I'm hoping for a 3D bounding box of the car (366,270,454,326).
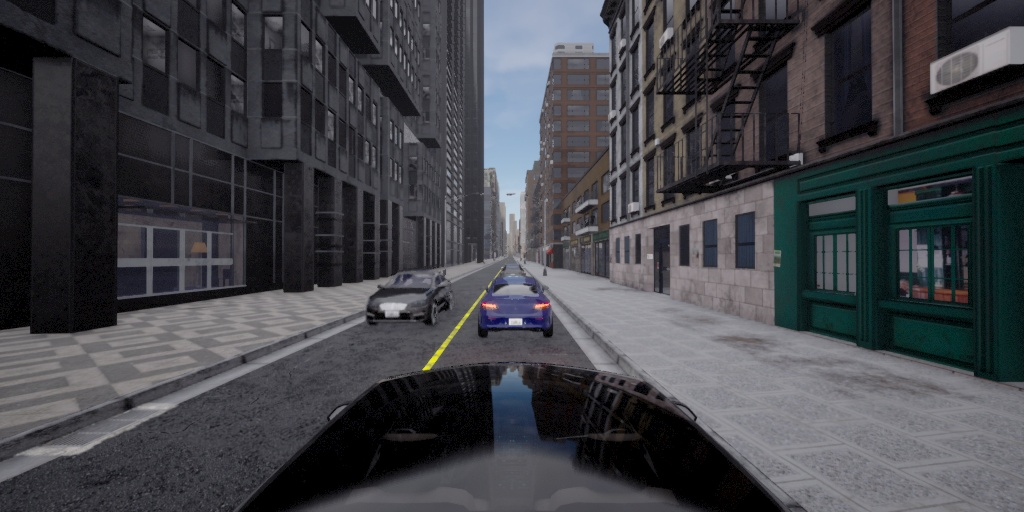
[{"bbox_3d":[-3.114,1.243,11.754,2.128,1.511,4.902,0,0,0],"label":"car"}]

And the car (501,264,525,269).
[{"bbox_3d":[0.062,1.317,28.207,1.994,1.385,4.181,0,0,0],"label":"car"}]

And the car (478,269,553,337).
[{"bbox_3d":[0.088,1.277,10.159,1.812,1.442,4.674,0,0,0],"label":"car"}]
